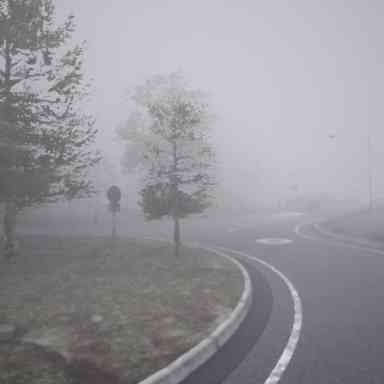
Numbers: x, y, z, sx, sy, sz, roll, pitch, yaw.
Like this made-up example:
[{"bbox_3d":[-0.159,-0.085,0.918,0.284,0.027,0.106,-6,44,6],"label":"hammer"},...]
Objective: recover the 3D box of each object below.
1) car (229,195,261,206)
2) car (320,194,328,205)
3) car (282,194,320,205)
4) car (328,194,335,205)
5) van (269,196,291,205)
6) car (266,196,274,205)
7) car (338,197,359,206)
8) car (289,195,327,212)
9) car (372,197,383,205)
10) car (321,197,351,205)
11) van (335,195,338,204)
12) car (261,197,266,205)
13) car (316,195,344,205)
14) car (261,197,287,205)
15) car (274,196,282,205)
[{"bbox_3d":[9.681,1.577,63.645,5.566,2.045,2.435,-2,-2,39],"label":"car"},{"bbox_3d":[19.730,1.567,56.608,5.008,1.535,2.097,-2,-2,39],"label":"car"},{"bbox_3d":[17.796,1.412,54.270,4.553,1.767,2.185,-2,-2,39],"label":"car"},{"bbox_3d":[21.548,1.346,58.894,5.566,2.045,2.435,-2,-2,39],"label":"car"},{"bbox_3d":[20.272,1.873,76.472,4.442,1.987,1.878,-2,-2,39],"label":"van"},{"bbox_3d":[13.123,1.636,67.887,5.566,2.045,2.435,-2,-2,39],"label":"car"},{"bbox_3d":[26.109,1.532,54.624,1.812,1.442,4.674,-2,-2,40],"label":"car"},{"bbox_3d":[14.084,1.552,40.151,2.128,1.511,4.902,-2,0,40],"label":"car"},{"bbox_3d":[32.047,1.558,56.646,1.994,1.385,4.181,-2,-2,40],"label":"car"},{"bbox_3d":[29.405,1.809,68.151,5.366,1.575,1.946,-2,-2,39],"label":"car"},{"bbox_3d":[25.398,1.470,63.743,4.442,1.987,1.878,-2,-2,39],"label":"van"},{"bbox_3d":[11.349,1.857,65.726,4.892,1.521,2.231,-2,-2,39],"label":"car"},{"bbox_3d":[27.389,1.625,66.035,4.553,1.767,2.185,-2,-2,39],"label":"car"},{"bbox_3d":[18.269,2.039,74.495,5.366,1.575,1.946,-2,-2,39],"label":"car"},{"bbox_3d":[16.582,1.984,72.438,5.366,1.575,1.946,-2,-2,39],"label":"car"}]
